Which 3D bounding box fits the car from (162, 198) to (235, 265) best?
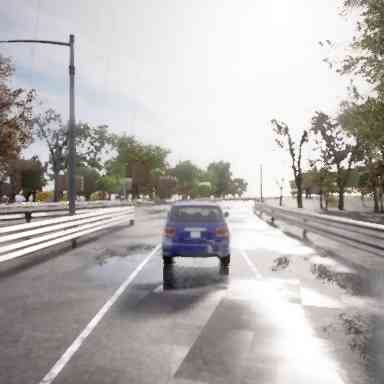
[{"bbox_3d":[0.221,1.333,12.281,2.150,2.045,5.566,0,0,3],"label":"car"}]
